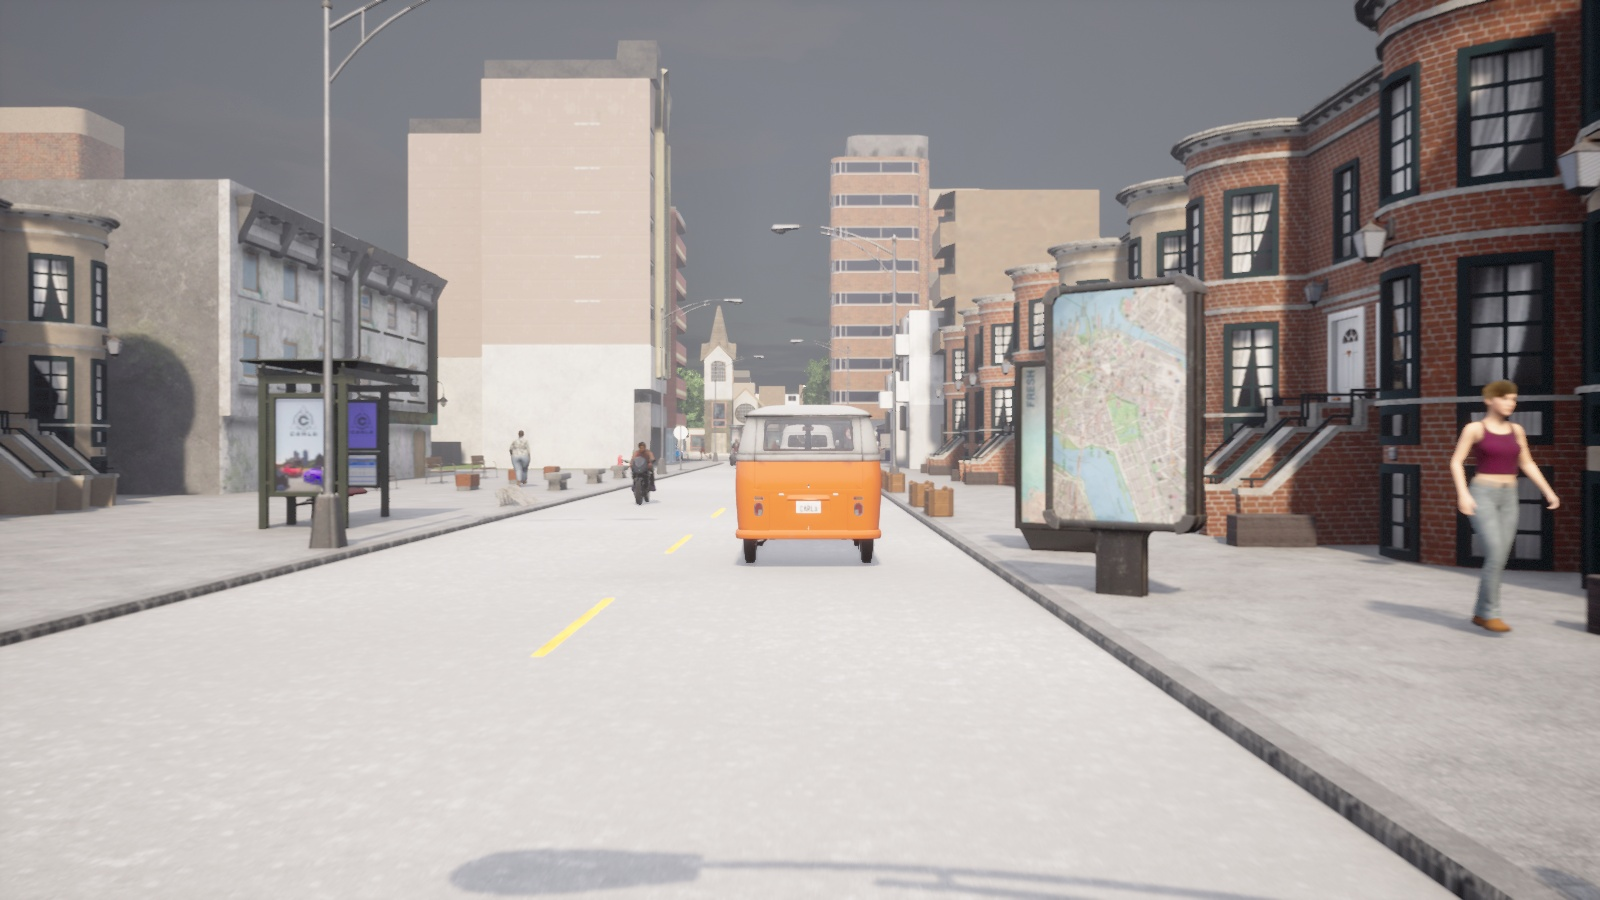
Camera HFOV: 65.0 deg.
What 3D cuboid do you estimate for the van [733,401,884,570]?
[{"bbox_3d":[0.113,0.403,16.994,1.775,1.987,4.442,0,0,0],"label":"van"}]

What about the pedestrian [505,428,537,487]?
[{"bbox_3d":[-8.804,0.226,39.622,0.874,1.855,0.900,0,0,-4],"label":"pedestrian"}]

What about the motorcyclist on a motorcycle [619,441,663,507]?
[{"bbox_3d":[-3.812,0.555,30.294,0.797,1.523,2.044,0,0,0],"label":"motorcyclist on a motorcycle"}]

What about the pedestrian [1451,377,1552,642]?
[{"bbox_3d":[5.025,0.409,9.017,0.345,1.836,0.594,0,0,-6],"label":"pedestrian"}]
